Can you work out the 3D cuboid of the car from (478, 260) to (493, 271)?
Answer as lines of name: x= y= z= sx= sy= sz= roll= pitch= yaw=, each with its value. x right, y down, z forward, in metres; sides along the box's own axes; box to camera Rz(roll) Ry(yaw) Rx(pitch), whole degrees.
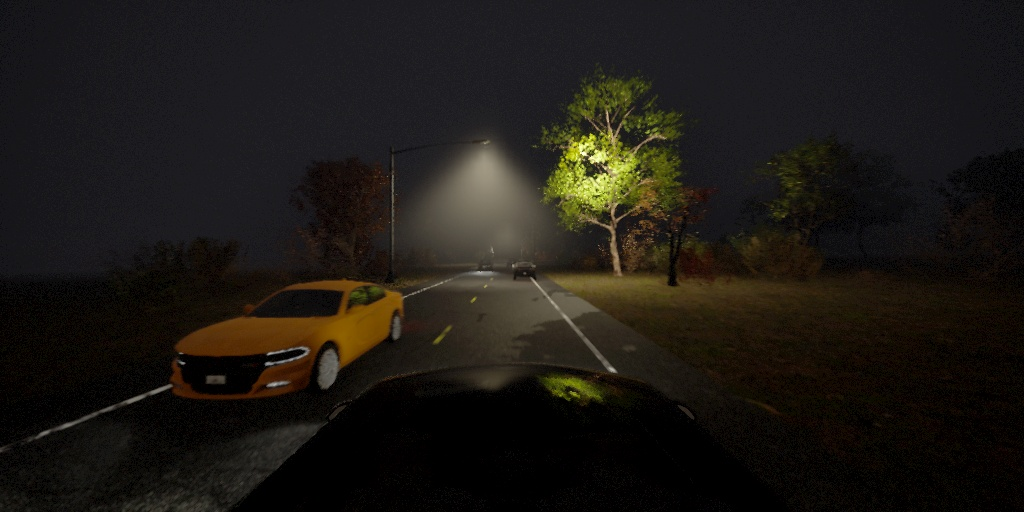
car: x=-3.550 y=1.246 z=48.709 sx=2.128 sy=1.511 sz=4.902 roll=0 pitch=0 yaw=0

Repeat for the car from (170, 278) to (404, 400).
car: x=-3.596 y=1.228 z=6.851 sx=1.882 sy=1.535 sz=5.008 roll=0 pitch=0 yaw=0

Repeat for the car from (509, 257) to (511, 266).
car: x=1.048 y=1.107 z=47.249 sx=2.097 sy=1.767 sz=4.553 roll=0 pitch=0 yaw=0

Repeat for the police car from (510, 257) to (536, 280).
police car: x=1.049 y=1.180 z=31.387 sx=1.930 sy=1.638 sz=5.238 roll=0 pitch=0 yaw=0
